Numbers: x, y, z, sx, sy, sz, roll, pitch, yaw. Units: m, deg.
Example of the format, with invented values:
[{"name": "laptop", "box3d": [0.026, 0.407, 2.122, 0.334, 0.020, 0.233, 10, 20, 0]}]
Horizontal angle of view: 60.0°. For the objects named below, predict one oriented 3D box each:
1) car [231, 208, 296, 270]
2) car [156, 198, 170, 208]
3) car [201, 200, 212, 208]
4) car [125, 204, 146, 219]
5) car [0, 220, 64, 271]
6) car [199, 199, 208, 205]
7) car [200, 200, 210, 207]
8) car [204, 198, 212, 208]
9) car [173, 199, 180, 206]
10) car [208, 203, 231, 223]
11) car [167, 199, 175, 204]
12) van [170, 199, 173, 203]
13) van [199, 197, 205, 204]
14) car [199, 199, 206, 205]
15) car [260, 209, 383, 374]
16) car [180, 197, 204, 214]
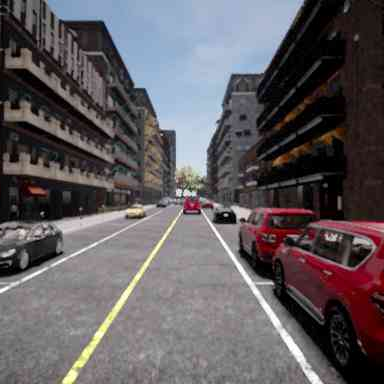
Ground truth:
[{"name": "car", "box3d": [2.828, 1.445, 11.322, 2.192, 1.841, 5.009, 1, -1, 0]}, {"name": "car", "box3d": [-5.686, 2.278, 62.514, 1.947, 1.339, 4.313, 1, -1, 0]}, {"name": "car", "box3d": [2.694, 2.278, 62.578, 1.947, 1.339, 4.313, 1, -1, 0]}, {"name": "car", "box3d": [-5.681, 1.911, 33.865, 1.752, 1.417, 4.829, 1, -1, 0]}, {"name": "car", "box3d": [-5.800, 1.680, 11.253, 2.008, 1.369, 4.403, 1, -1, 0]}, {"name": "car", "box3d": [2.692, 2.458, 79.667, 2.008, 1.369, 4.403, 1, -1, 0]}, {"name": "car", "box3d": [2.693, 2.343, 68.274, 1.947, 1.339, 4.313, 1, -1, 0]}, {"name": "car", "box3d": [2.695, 2.192, 56.883, 1.887, 1.381, 4.507, 1, -1, 0]}, {"name": "car", "box3d": [-3.012, 2.346, 74.721, 1.994, 1.385, 4.181, 0, -1, 0]}, {"name": "car", "box3d": [2.700, 1.889, 28.402, 1.947, 1.339, 4.313, 1, -1, 0]}, {"name": "car", "box3d": [-5.691, 2.588, 90.995, 2.008, 1.369, 4.403, 1, -1, 0]}, {"name": "van", "box3d": [-5.684, 2.183, 73.909, 1.690, 1.788, 3.998, 1, -1, 0]}, {"name": "van", "box3d": [2.694, 2.379, 91.061, 1.690, 1.788, 3.998, 1, -1, 0]}, {"name": "car", "box3d": [2.690, 2.554, 85.362, 1.802, 1.307, 4.206, 1, -1, 0]}, {"name": "car", "box3d": [2.838, 1.381, 5.622, 2.192, 1.841, 5.009, 1, -1, 0]}, {"name": "car", "box3d": [-0.006, 1.699, 41.858, 2.150, 2.045, 5.566, 0, -1, 0]}]
